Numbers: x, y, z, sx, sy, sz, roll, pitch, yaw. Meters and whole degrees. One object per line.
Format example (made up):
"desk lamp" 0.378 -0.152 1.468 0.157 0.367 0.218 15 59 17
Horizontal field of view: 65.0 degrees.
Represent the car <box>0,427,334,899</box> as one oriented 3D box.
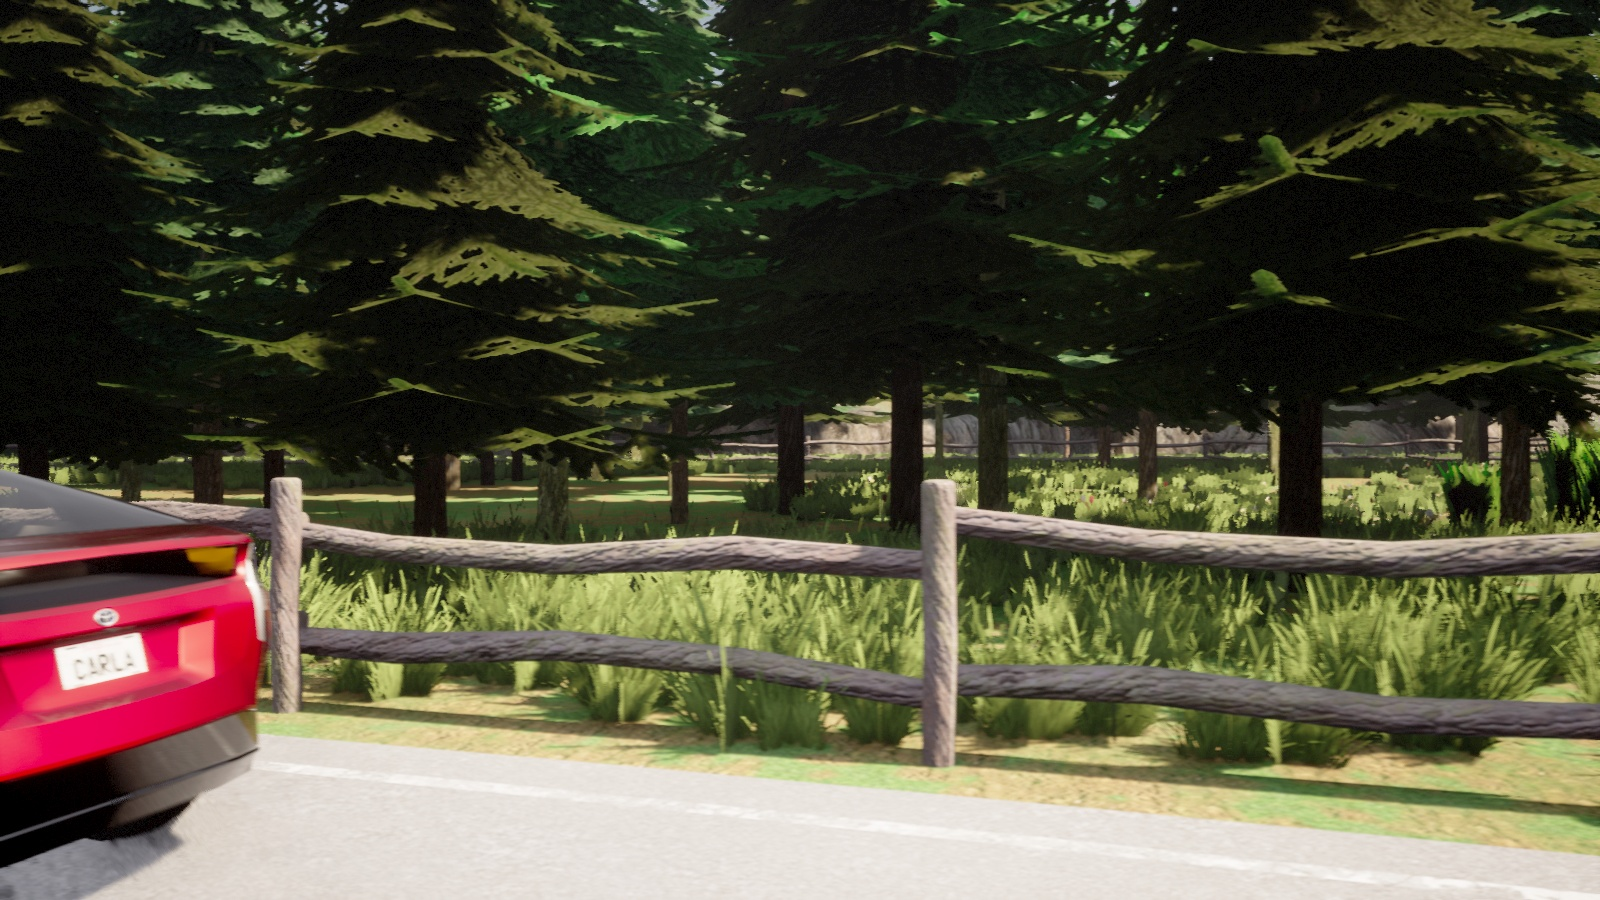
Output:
"car" -4.250 0.675 4.571 4.514 1.525 2.007 1 1 18
